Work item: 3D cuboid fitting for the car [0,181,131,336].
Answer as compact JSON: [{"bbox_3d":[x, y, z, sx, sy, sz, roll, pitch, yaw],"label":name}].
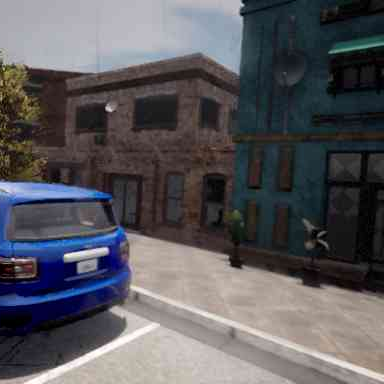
[{"bbox_3d":[-3.499,0.796,5.772,5.566,2.045,2.435,6,4,36],"label":"car"}]
